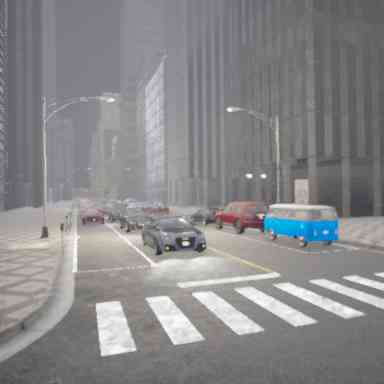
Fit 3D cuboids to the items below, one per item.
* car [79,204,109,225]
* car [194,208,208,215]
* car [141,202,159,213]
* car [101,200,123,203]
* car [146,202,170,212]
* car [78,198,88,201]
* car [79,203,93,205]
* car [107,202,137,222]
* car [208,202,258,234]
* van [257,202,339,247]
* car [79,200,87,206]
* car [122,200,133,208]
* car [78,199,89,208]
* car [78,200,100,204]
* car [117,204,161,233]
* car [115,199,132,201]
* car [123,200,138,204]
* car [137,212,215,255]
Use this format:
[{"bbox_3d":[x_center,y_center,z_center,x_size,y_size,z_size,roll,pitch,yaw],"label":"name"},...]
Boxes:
[{"bbox_3d":[-8.600,2.006,28.873,1.887,1.381,4.507,-1,-1,-19],"label":"car"},{"bbox_3d":[1.305,1.871,26.297,1.947,1.339,4.313,-1,-1,-19],"label":"car"},{"bbox_3d":[-6.045,2.204,47.624,1.802,1.307,4.206,0,-1,-19],"label":"car"},{"bbox_3d":[-9.948,2.128,40.808,1.812,1.442,4.674,-1,-1,-19],"label":"car"},{"bbox_3d":[-4.209,1.983,42.292,1.967,1.590,4.097,0,-1,-19],"label":"car"},{"bbox_3d":[-21.465,2.310,66.194,2.192,1.841,5.009,0,-1,-19],"label":"car"},{"bbox_3d":[-10.437,2.122,34.204,1.802,1.307,4.206,-1,-1,-19],"label":"car"},{"bbox_3d":[-6.775,1.969,31.477,1.837,1.490,4.892,-1,-1,-19],"label":"car"},{"bbox_3d":[3.140,1.541,20.968,2.192,1.841,5.009,-1,-1,-19],"label":"car"},{"bbox_3d":[4.978,1.486,15.635,1.690,1.788,3.998,-1,-1,-19],"label":"van"},{"bbox_3d":[-26.907,2.721,81.987,1.752,1.417,4.829,0,0,-18],"label":"car"},{"bbox_3d":[-13.451,2.446,69.113,1.752,1.417,4.829,0,-1,-19],"label":"car"},{"bbox_3d":[-23.303,2.379,71.526,2.192,1.841,5.009,0,-1,-19],"label":"car"},{"bbox_3d":[-12.277,2.059,39.537,1.967,1.590,4.097,-1,-1,-19],"label":"car"},{"bbox_3d":[-3.730,1.837,22.623,1.837,1.490,4.892,-1,-1,-19],"label":"car"},{"bbox_3d":[-11.092,2.310,53.495,1.994,1.385,4.181,-1,-1,-19],"label":"car"},{"bbox_3d":[-7.748,2.132,43.950,1.812,1.442,4.674,-1,-1,-18],"label":"car"},{"bbox_3d":[-0.866,1.772,14.313,1.994,1.385,4.181,-1,-1,-19],"label":"car"}]
